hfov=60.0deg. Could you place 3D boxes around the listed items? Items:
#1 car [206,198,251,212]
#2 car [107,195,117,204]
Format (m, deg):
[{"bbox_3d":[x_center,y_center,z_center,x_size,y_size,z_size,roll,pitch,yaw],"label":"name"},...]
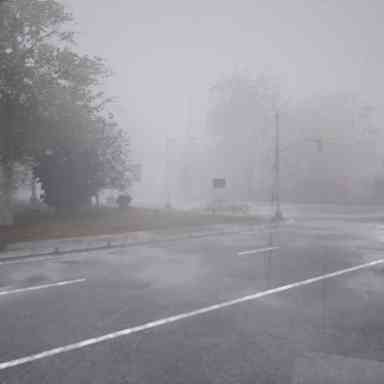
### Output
[{"bbox_3d":[3.544,1.255,32.934,1.895,1.301,4.718,-1,1,-38],"label":"car"},{"bbox_3d":[-11.638,1.177,52.064,1.882,1.535,5.008,-1,2,-38],"label":"car"}]
